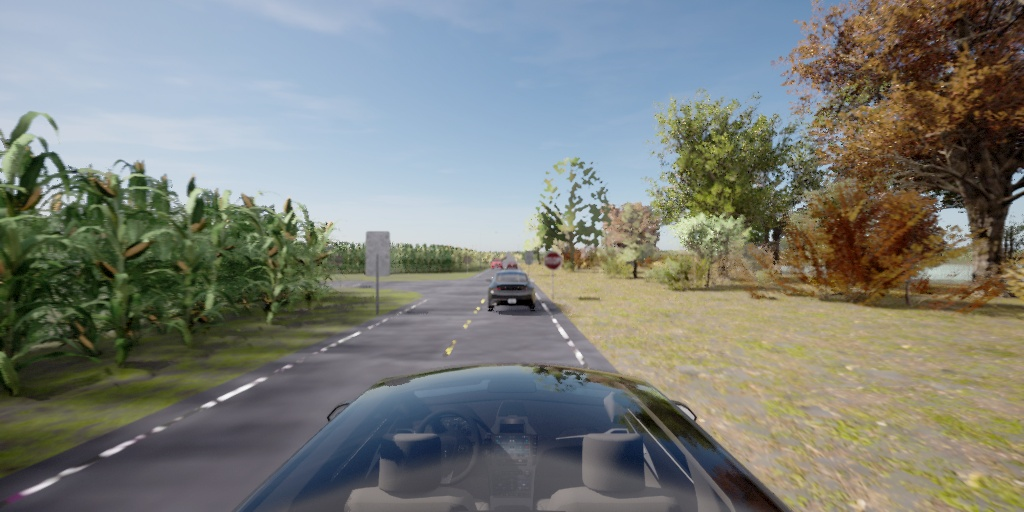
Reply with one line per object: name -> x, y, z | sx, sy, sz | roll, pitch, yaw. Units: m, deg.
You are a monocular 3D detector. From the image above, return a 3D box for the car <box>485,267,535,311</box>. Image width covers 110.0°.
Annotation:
car -> -0.069, 1.383, 15.293 | 1.837, 1.490, 4.892 | 0, 0, -2
